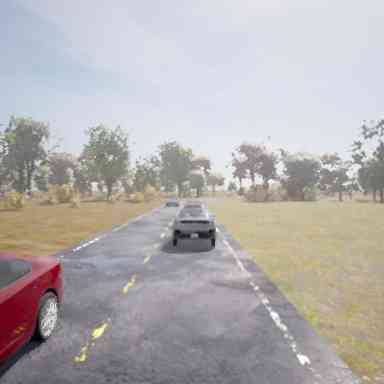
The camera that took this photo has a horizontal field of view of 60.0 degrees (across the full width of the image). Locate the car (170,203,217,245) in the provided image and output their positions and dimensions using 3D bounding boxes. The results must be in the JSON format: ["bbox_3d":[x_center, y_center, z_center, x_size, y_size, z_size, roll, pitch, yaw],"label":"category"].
[{"bbox_3d":[0.095,1.477,15.332,2.128,1.511,4.902,0,0,0],"label":"car"}]

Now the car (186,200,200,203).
[{"bbox_3d":[0.090,1.505,35.387,2.033,1.411,5.357,0,0,0],"label":"car"}]

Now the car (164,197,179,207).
[{"bbox_3d":[-2.909,1.464,49.787,1.812,1.442,4.674,0,0,2],"label":"car"}]

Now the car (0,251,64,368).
[{"bbox_3d":[-3.102,1.474,3.626,1.882,1.535,5.008,0,0,0],"label":"car"}]
